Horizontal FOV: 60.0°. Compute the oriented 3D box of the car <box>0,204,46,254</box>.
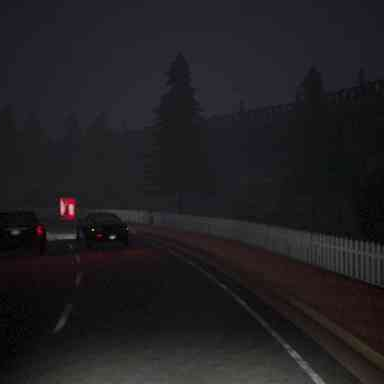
[{"bbox_3d":[-7.321,1.519,14.007,2.097,1.767,4.553,0,-1,-25],"label":"car"}]

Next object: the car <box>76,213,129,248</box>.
[{"bbox_3d":[-4.291,1.699,15.744,1.812,1.442,4.674,0,-1,-26],"label":"car"}]

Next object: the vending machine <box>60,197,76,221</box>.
[{"bbox_3d":[-11.405,1.541,30.551,0.880,2.100,1.100,-1,-1,37],"label":"vending machine"}]
